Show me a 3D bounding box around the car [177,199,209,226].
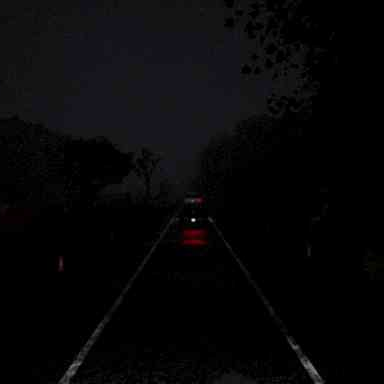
[{"bbox_3d":[0.084,1.452,22.620,1.837,1.490,4.892,0,0,0],"label":"car"}]

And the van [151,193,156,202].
[{"bbox_3d":[-9.306,1.206,70.788,1.878,1.987,4.442,0,-1,-2],"label":"van"}]

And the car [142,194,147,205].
[{"bbox_3d":[-9.119,1.429,54.324,2.163,1.488,4.792,0,-1,-2],"label":"car"}]

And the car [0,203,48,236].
[{"bbox_3d":[-9.046,1.325,15.528,2.097,1.535,5.008,0,0,2],"label":"car"}]

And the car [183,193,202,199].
[{"bbox_3d":[0.069,1.163,41.240,2.150,2.045,5.566,0,-1,0],"label":"car"}]

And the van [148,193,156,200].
[{"bbox_3d":[-11.172,1.233,93.017,1.878,1.987,4.442,1,-1,-10],"label":"van"}]

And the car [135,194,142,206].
[{"bbox_3d":[-9.109,1.387,48.813,2.231,1.521,4.892,0,-1,-2],"label":"car"}]

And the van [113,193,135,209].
[{"bbox_3d":[-9.104,1.170,43.128,1.878,1.987,4.442,0,0,2],"label":"van"}]

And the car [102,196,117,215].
[{"bbox_3d":[-9.078,1.411,32.157,2.002,1.452,4.674,0,0,0],"label":"car"}]

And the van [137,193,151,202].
[{"bbox_3d":[-9.134,1.187,60.837,1.878,1.987,4.442,0,-1,-3],"label":"van"}]

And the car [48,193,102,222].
[{"bbox_3d":[-9.064,1.120,25.412,2.435,2.045,5.566,0,0,1],"label":"car"}]

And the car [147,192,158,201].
[{"bbox_3d":[-10.456,1.204,87.561,2.435,2.045,5.566,1,-1,-9],"label":"car"}]
